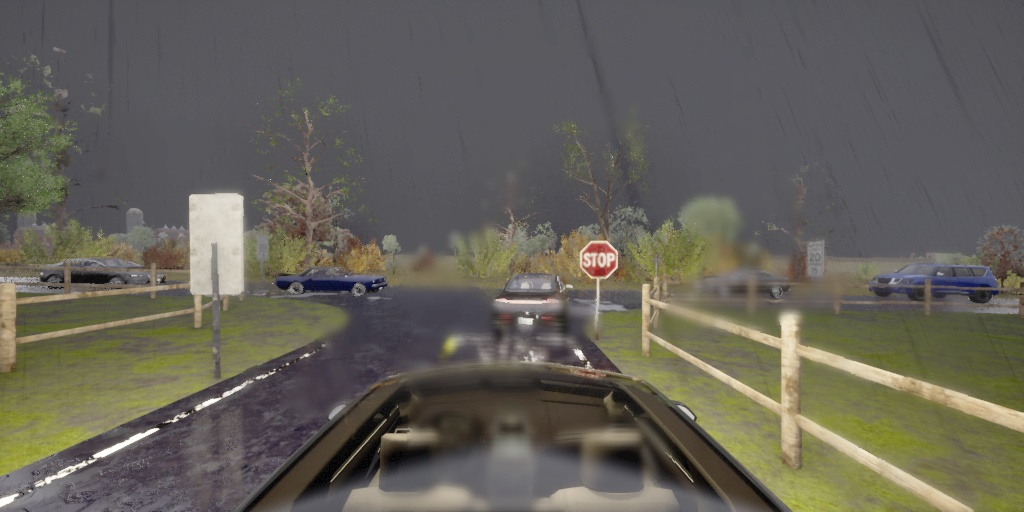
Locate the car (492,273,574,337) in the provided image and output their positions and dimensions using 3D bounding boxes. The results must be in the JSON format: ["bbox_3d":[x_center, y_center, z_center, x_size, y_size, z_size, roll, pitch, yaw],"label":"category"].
[{"bbox_3d":[0.714,1.239,10.323,2.128,1.511,4.902,0,0,9],"label":"car"}]

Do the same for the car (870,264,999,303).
[{"bbox_3d":[23.724,1.483,20.248,5.566,2.045,2.150,1,1,0],"label":"car"}]

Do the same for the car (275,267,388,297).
[{"bbox_3d":[-8.561,1.210,17.369,4.718,1.301,1.895,1,1,0],"label":"car"}]

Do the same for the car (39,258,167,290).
[{"bbox_3d":[-19.651,0.859,17.391,4.902,1.511,2.128,1,1,0],"label":"car"}]

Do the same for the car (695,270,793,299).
[{"bbox_3d":[13.020,1.525,20.271,4.902,1.511,2.128,1,1,0],"label":"car"}]
